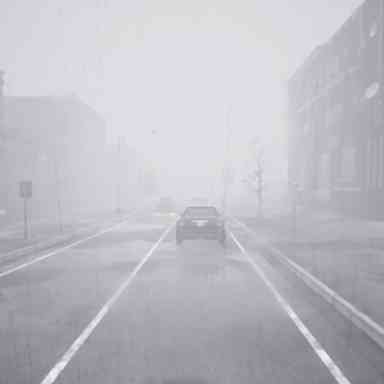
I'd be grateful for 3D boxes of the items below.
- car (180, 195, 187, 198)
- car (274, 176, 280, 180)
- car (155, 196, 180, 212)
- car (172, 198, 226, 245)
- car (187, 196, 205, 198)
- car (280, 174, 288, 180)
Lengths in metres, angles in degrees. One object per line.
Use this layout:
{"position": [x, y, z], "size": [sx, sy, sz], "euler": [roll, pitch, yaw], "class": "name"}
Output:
{"position": [-1.963, 1.302, 78.239], "size": [2.097, 1.767, 4.553], "euler": [0, -1, 1], "class": "car"}
{"position": [24.214, -3.716, 88.671], "size": [2.097, 1.535, 5.008], "euler": [0, 1, -2], "class": "car"}
{"position": [-2.871, 1.325, 37.428], "size": [2.097, 1.767, 4.553], "euler": [0, 0, 1], "class": "car"}
{"position": [0.396, 1.346, 15.776], "size": [2.097, 1.767, 4.553], "euler": [0, 0, 1], "class": "car"}
{"position": [0.824, 1.337, 37.652], "size": [2.097, 1.767, 4.553], "euler": [0, 0, 1], "class": "car"}
{"position": [24.572, -3.738, 83.157], "size": [2.185, 1.767, 4.553], "euler": [0, 1, -4], "class": "car"}
